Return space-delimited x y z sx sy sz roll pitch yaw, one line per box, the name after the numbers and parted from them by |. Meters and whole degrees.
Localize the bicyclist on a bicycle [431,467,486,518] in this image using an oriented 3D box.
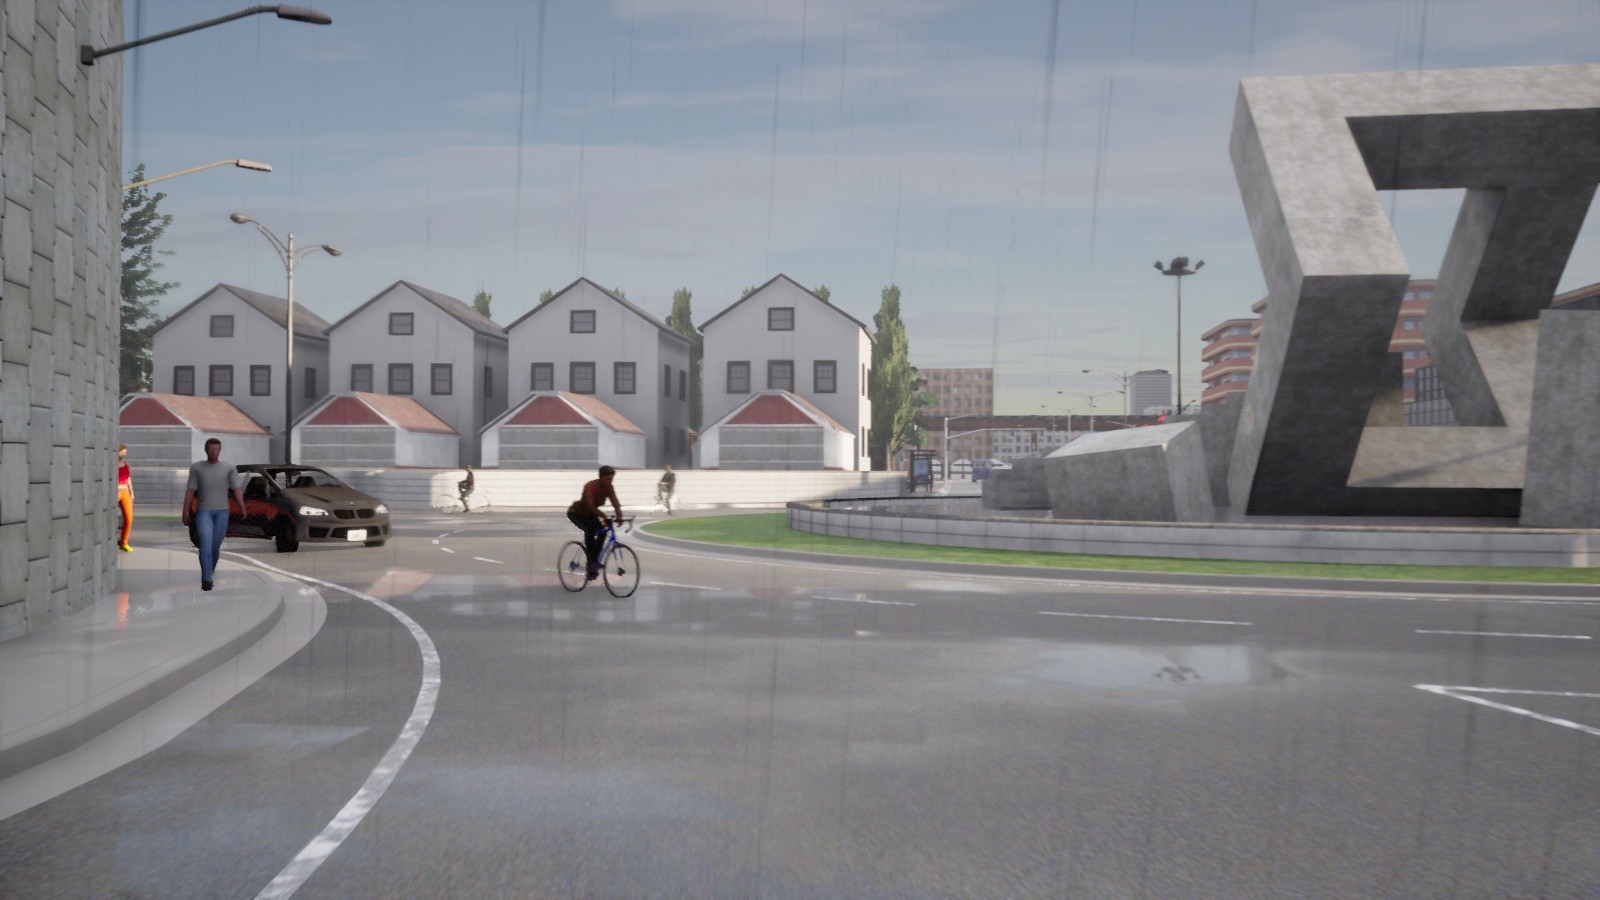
-11.920 1.477 43.870 1.843 1.776 0.659 0 -2 -14 | bicyclist on a bicycle

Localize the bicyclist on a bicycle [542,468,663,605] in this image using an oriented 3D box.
-2.484 1.042 15.687 1.656 1.620 0.582 -1 -2 43 | bicyclist on a bicycle

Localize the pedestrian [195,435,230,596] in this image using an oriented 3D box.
-6.896 0.750 14.740 0.354 1.836 0.706 0 -1 -26 | pedestrian

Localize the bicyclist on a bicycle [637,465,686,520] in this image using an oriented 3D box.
-4.616 1.408 41.859 0.659 1.776 1.843 0 -1 29 | bicyclist on a bicycle

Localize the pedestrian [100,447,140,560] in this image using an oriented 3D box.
-11.241 0.871 20.756 0.594 1.836 0.345 -1 -1 36 | pedestrian

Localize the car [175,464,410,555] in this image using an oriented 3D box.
-10.185 1.128 25.100 4.611 1.667 2.242 -1 -1 36 | car
